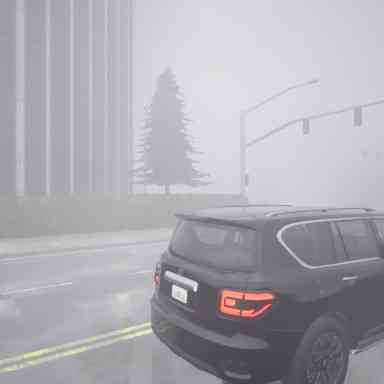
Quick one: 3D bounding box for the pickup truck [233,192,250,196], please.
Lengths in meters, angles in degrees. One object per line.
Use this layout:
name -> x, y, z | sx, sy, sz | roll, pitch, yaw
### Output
pickup truck -> 10.283, 1.059, 68.812 | 2.390, 2.098, 6.274 | 0, 0, -5

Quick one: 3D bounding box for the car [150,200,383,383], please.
car -> 2.067, 1.221, 5.213 | 5.566, 2.045, 2.150 | 0, 0, -35

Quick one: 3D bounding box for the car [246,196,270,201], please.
car -> 9.063, 1.564, 42.313 | 1.994, 1.385, 4.181 | 0, 0, -36
